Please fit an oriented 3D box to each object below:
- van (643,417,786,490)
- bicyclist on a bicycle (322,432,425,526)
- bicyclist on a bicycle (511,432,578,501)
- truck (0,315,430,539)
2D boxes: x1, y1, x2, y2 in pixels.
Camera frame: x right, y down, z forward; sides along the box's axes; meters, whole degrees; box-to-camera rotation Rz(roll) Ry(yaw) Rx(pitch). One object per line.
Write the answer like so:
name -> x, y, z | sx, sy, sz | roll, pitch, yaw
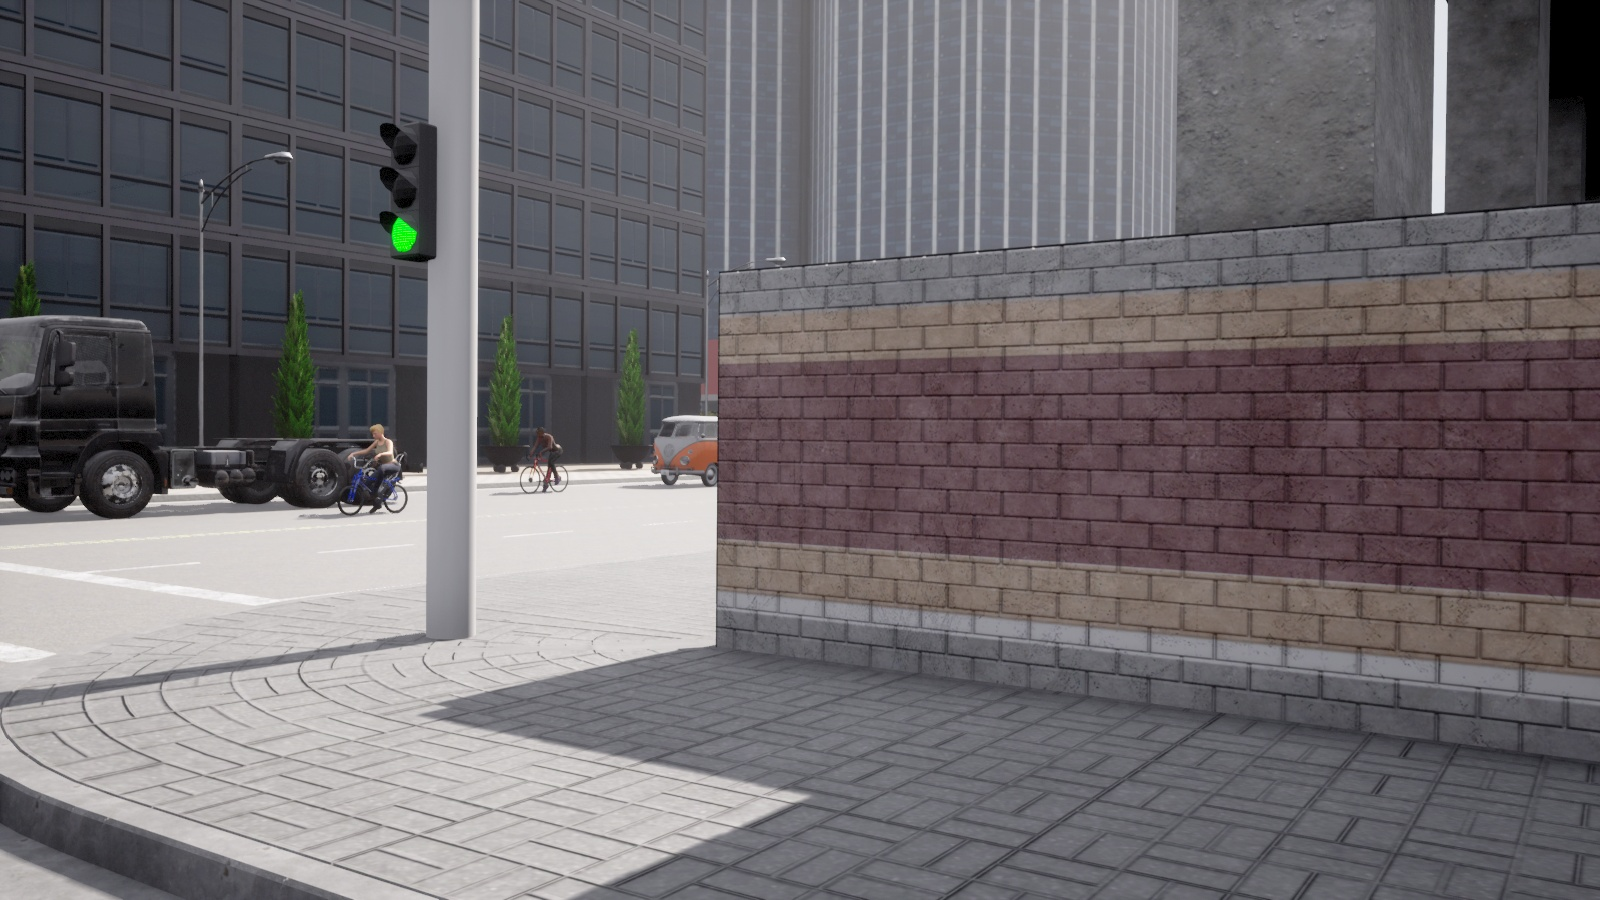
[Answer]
van -> -2.413, 0.063, 36.446 | 1.775, 1.987, 4.442 | 0, 1, 34
bicyclist on a bicycle -> -7.596, 0.486, 22.398 | 0.866, 1.612, 1.509 | 0, 1, 34
bicyclist on a bicycle -> -6.237, 0.376, 30.732 | 0.582, 1.620, 1.656 | 0, 1, 34
truck -> -11.085, -0.416, 23.489 | 2.891, 3.462, 7.936 | 0, 1, 34
